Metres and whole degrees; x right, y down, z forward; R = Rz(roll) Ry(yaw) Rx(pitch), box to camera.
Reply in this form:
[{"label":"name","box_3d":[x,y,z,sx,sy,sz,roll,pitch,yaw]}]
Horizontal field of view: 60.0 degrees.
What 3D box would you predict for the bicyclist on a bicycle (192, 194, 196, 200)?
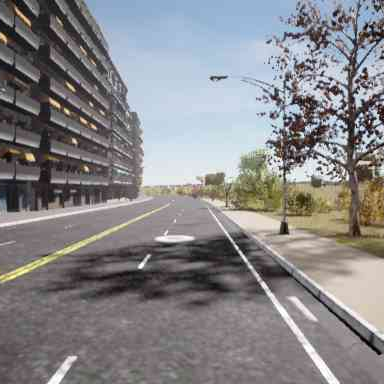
[{"label":"bicyclist on a bicycle","box_3d":[0.900,1.412,90.593,0.659,1.776,1.843,2,1,-3]}]
